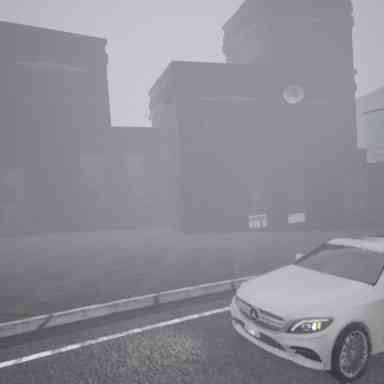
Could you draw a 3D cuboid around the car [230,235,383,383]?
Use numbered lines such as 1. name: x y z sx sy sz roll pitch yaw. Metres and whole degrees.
1. car: 2.827 1.492 5.392 4.674 1.442 1.812 0 0 -28
